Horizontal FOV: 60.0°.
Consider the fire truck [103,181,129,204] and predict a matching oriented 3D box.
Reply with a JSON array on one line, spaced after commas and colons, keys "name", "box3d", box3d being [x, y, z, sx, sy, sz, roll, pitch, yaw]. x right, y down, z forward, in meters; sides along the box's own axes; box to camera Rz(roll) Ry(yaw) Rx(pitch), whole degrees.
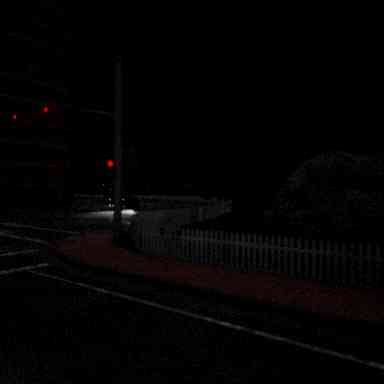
[{"name": "fire truck", "box3d": [-12.879, -0.017, 54.701, 2.891, 3.827, 8.468, 0, 0, -20]}]

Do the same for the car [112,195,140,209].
[{"name": "car", "box3d": [-7.558, 1.341, 39.616, 1.895, 1.301, 4.718, 0, 0, 3]}]
